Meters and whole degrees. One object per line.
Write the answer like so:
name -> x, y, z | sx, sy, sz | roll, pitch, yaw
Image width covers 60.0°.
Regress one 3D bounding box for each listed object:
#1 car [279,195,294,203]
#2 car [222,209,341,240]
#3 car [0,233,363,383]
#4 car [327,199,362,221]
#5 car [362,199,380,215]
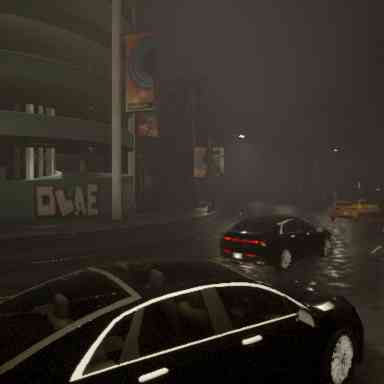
car -> 18.970, 1.440, 66.820 | 2.231, 1.521, 4.892 | 0, 0, -4
car -> 2.930, 1.499, 10.889 | 1.837, 1.490, 4.892 | 1, 1, 44
car -> -0.033, 1.502, 3.578 | 4.892, 1.490, 1.837 | 0, 1, -37
car -> 12.342, 1.463, 27.521 | 1.882, 1.535, 5.008 | 0, 0, 17
car -> 16.952, 1.439, 33.316 | 1.801, 1.575, 5.366 | 0, 0, 8
